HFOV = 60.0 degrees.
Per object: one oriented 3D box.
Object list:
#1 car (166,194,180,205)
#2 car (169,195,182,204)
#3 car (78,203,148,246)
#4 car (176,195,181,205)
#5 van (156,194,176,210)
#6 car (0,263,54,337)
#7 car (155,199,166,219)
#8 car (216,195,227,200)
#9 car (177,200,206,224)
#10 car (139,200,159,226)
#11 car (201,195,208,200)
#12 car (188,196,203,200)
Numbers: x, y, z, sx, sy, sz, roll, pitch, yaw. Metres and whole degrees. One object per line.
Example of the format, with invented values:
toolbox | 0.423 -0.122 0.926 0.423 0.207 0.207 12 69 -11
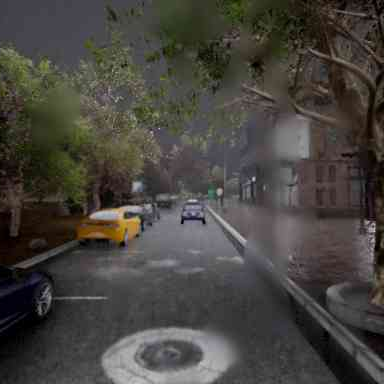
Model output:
car | -3.425 1.339 60.426 2.185 1.767 4.553 -1 1 2
car | -3.186 1.439 66.129 2.097 1.535 5.008 0 0 2
car | -3.643 1.507 15.492 2.097 1.535 5.008 1 0 2
car | -3.424 1.494 54.718 2.231 1.521 4.892 0 0 2
van | -3.643 1.297 43.464 1.878 1.987 4.442 1 0 2
car | -3.637 1.519 4.383 2.163 1.488 4.792 1 0 2
car | -3.657 1.555 26.660 2.163 1.488 4.792 0 0 2
car | 6.816 1.578 92.427 2.097 1.535 5.008 -3 -4 36
car | 0.090 1.591 25.530 2.033 1.411 5.357 0 0 0
car | -3.652 1.516 21.053 2.097 1.535 5.008 0 0 2
car | 3.379 1.516 87.680 2.231 1.521 4.892 -2 -1 29
car | 0.084 1.571 42.910 1.812 1.442 4.674 0 0 0
